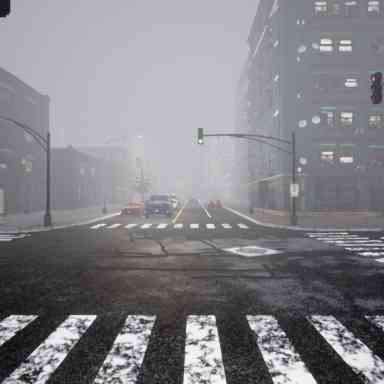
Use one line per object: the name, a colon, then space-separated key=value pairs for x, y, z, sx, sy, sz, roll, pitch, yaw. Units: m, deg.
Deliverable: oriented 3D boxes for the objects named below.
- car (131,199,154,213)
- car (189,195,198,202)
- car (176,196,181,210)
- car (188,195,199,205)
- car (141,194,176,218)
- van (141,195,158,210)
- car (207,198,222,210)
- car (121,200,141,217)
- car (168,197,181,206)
car: x=-5.510 y=1.554 z=37.701 sx=1.887 sy=1.381 sz=4.507 roll=1 pitch=0 yaw=0
car: x=0.309 y=1.351 z=70.090 sx=1.837 sy=1.490 sz=4.892 roll=0 pitch=0 yaw=0
car: x=-2.903 y=1.229 z=42.353 sx=2.150 sy=2.045 sz=5.566 roll=0 pitch=0 yaw=0
car: x=0.265 y=1.541 z=60.081 sx=1.812 sy=1.442 sz=4.674 roll=0 pitch=0 yaw=0
car: x=-2.954 y=1.229 z=30.566 sx=2.150 sy=2.045 sz=5.566 roll=0 pitch=0 yaw=0
van: x=-5.481 y=1.351 z=43.388 sx=1.690 sy=1.788 sz=3.998 roll=1 pitch=0 yaw=0
car: x=2.897 y=1.450 z=43.412 sx=1.967 sy=1.590 sz=4.097 roll=1 pitch=0 yaw=0
car: x=-5.611 y=1.552 z=32.019 sx=1.887 sy=1.381 sz=4.507 roll=1 pitch=0 yaw=0
car: x=-2.831 y=1.539 z=55.051 sx=1.812 sy=1.442 sz=4.674 roll=0 pitch=0 yaw=1
